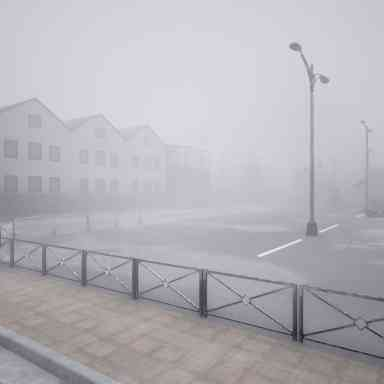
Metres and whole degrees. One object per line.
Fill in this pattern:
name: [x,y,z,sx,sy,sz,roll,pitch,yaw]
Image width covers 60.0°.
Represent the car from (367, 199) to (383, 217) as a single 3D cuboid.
car: [15.385,1.298,26.832,2.007,1.523,4.514,0,0,35]
